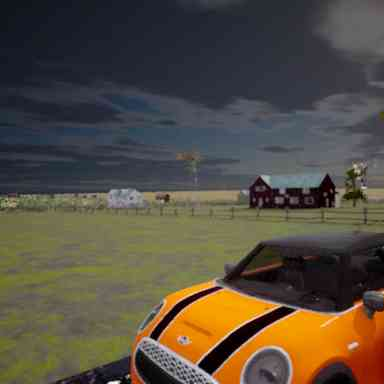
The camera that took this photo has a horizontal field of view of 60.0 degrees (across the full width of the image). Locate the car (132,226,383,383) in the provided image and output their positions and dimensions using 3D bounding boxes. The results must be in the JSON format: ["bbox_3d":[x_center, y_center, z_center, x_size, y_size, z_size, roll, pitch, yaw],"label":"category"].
[{"bbox_3d":[1.518,1.384,4.284,4.553,1.767,2.097,0,-1,-39],"label":"car"}]
